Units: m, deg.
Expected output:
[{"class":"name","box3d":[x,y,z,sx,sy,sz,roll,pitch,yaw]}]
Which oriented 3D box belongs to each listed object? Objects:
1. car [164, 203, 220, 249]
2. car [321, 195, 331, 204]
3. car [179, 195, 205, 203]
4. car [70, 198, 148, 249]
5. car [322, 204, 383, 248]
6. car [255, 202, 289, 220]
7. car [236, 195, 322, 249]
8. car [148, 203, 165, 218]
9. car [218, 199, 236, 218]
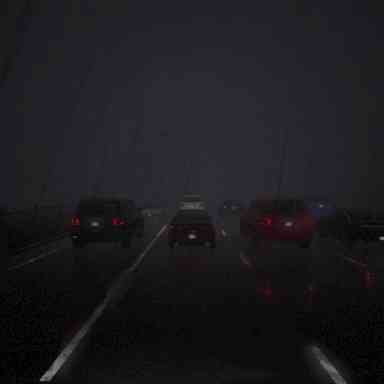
[{"class":"car","box3d":[0.000,1.482,14.650,1.882,1.535,5.008,0,0,0]},{"class":"car","box3d":[10.500,1.255,29.680,2.150,2.045,5.566,0,0,0]},{"class":"car","box3d":[0.000,1.255,29.680,2.150,2.045,5.566,0,0,0]},{"class":"car","box3d":[-3.500,1.255,14.680,2.150,2.045,5.566,0,0,0]},{"class":"car","box3d":[7.000,1.492,14.650,2.128,1.511,4.902,0,0,0]},{"class":"car","box3d":[7.000,1.614,29.680,1.895,1.301,4.718,0,0,0]},{"class":"car","box3d":[3.500,1.255,14.680,2.150,2.045,5.566,0,0,0]},{"class":"car","box3d":[-3.500,1.614,29.680,1.895,1.301,4.718,0,0,0]},{"class":"car","box3d":[3.500,1.363,29.620,2.097,1.767,4.553,0,0,0]}]
